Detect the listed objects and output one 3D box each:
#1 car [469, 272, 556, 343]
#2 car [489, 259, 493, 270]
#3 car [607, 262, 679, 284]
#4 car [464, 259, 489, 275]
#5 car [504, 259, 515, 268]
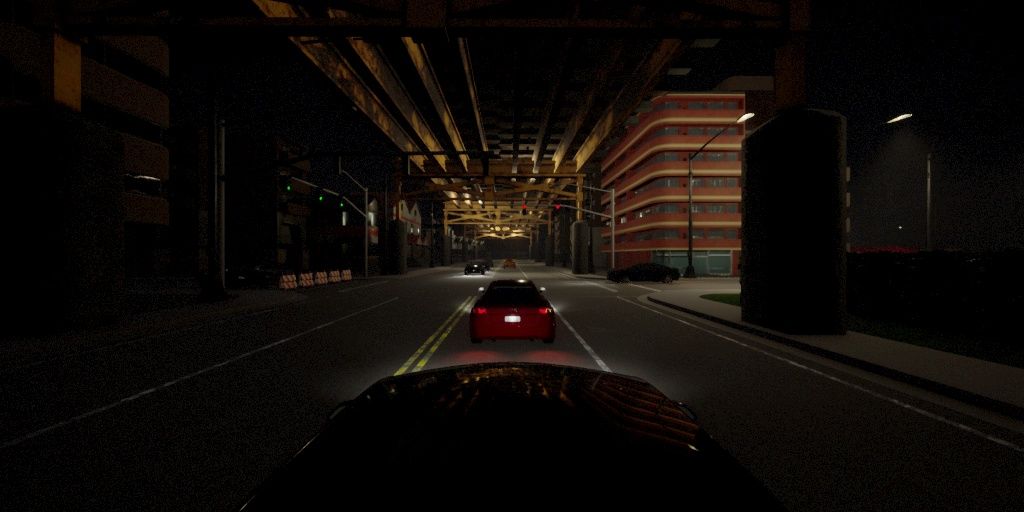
[{"bbox_3d":[0.006,1.314,9.663,1.994,1.385,4.181,0,0,0],"label":"car"},{"bbox_3d":[-4.031,1.351,49.082,1.895,1.301,4.718,0,0,0],"label":"car"},{"bbox_3d":[9.481,1.228,26.073,5.008,1.535,1.882,0,0,-2],"label":"car"},{"bbox_3d":[-3.933,1.314,38.667,1.994,1.385,4.181,0,0,0],"label":"car"},{"bbox_3d":[-0.443,1.206,61.047,1.882,1.535,5.008,0,0,-1],"label":"car"}]
